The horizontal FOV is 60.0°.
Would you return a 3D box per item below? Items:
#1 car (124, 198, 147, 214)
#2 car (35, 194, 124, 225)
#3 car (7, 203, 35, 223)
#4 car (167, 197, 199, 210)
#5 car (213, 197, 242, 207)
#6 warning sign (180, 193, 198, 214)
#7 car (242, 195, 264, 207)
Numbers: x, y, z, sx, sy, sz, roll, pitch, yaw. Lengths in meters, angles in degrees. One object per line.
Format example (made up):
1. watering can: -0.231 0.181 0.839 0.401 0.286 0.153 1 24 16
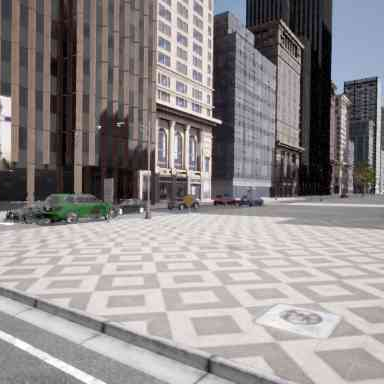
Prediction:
1. car: -6.452 1.377 32.002 1.837 1.490 4.892 1 1 35
2. car: -8.011 1.178 24.274 2.150 2.045 5.566 1 1 35
3. car: -11.463 1.470 24.925 1.994 1.385 4.181 1 1 35
4. car: -1.004 1.340 39.694 1.837 1.490 4.892 1 1 35
5. car: 4.953 1.395 48.049 1.895 1.301 4.718 1 1 36
6. warning sign: -0.259 1.077 30.681 1.300 1.860 1.060 1 1 35
7. car: 8.666 1.190 47.908 2.097 1.767 4.553 1 1 36
